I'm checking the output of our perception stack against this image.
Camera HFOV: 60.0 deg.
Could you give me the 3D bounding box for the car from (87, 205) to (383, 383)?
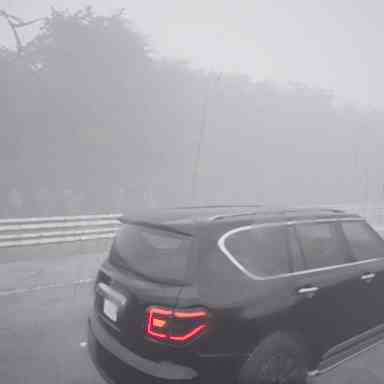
[{"bbox_3d":[1.398,1.215,4.741,5.566,2.045,2.150,0,0,-36],"label":"car"}]
